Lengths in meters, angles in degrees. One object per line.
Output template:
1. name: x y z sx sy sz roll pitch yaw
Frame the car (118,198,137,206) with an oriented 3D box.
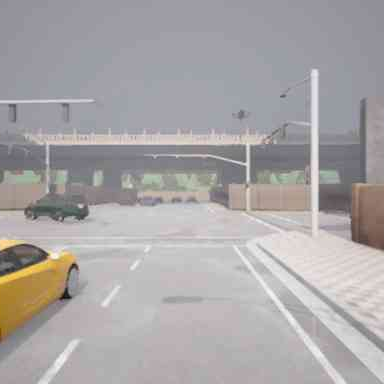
1. car: -10.562 1.597 53.842 1.994 1.385 4.181 0 0 1

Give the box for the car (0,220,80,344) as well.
1. car: -3.440 1.481 5.409 1.882 1.535 5.008 0 -1 0

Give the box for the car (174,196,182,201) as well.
1. car: -3.506 1.645 83.872 1.895 1.301 4.718 0 0 0

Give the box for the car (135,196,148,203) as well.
1. car: -10.505 1.595 69.363 1.994 1.385 4.181 0 0 0

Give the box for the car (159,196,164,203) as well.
1. car: -7.005 1.520 69.261 1.882 1.535 5.008 0 0 0

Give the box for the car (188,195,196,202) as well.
1. car: -0.006 1.576 83.842 2.128 1.511 4.902 0 0 0

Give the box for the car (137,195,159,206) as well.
1. car: -7.066 1.384 53.767 2.097 1.767 4.553 0 0 0

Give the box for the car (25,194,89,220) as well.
1. car: -10.590 1.213 26.035 5.566 2.045 2.150 0 -1 30

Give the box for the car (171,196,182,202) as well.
1. car: -3.505 1.637 73.879 1.895 1.301 4.718 0 0 0

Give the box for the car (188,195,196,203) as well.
1. car: -0.005 1.637 73.516 1.895 1.301 4.718 0 0 0
